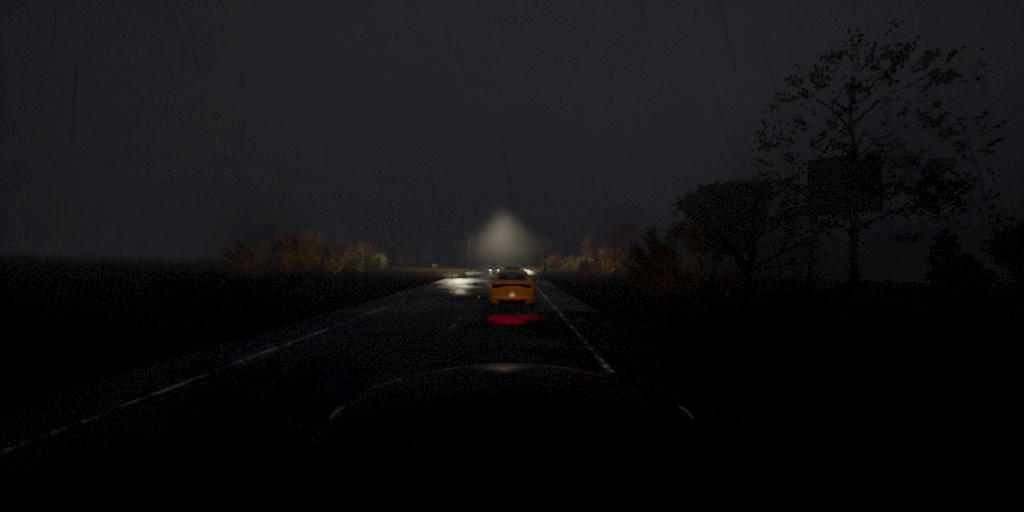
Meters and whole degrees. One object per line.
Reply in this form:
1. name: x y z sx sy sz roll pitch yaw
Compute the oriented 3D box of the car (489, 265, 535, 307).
1. car: 0.012 1.367 16.322 1.882 1.535 5.008 0 0 0
